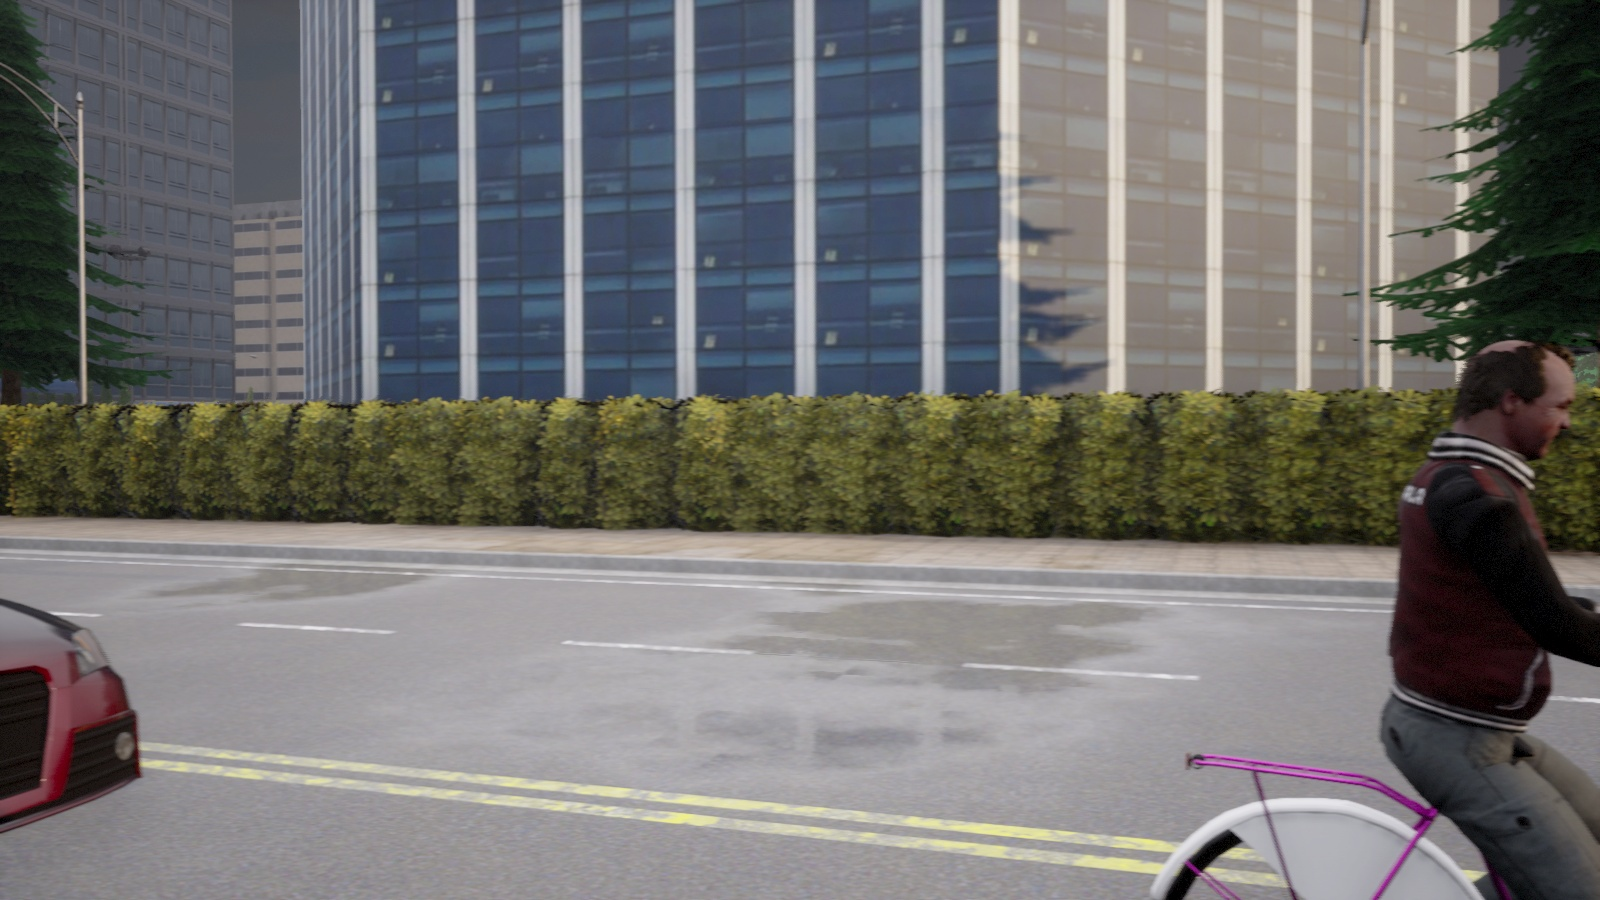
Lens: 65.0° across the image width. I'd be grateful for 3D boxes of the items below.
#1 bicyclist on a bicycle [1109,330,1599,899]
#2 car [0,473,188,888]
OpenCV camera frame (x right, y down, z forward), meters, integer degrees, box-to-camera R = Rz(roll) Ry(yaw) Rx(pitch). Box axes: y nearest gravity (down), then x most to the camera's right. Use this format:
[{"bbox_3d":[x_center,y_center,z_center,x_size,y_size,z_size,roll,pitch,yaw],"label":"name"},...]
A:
[{"bbox_3d":[1.625,0.661,2.644,1.843,1.776,0.659,0,1,19],"label":"bicyclist on a bicycle"},{"bbox_3d":[-4.780,0.796,4.801,4.181,1.385,1.994,1,1,19],"label":"car"}]
